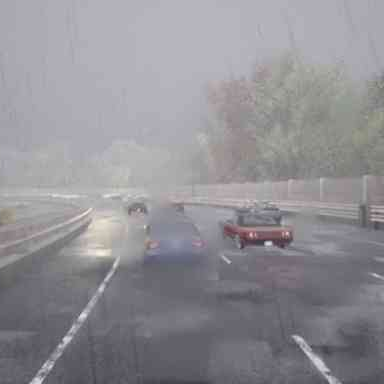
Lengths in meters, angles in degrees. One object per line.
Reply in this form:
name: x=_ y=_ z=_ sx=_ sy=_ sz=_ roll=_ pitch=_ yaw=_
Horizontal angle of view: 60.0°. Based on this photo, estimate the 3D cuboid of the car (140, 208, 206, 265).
car: x=-0.713 y=1.514 z=11.580 sx=2.033 sy=1.411 sz=5.357 roll=0 pitch=0 yaw=-7

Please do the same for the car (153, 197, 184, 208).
car: x=-2.227 y=1.383 z=33.879 sx=1.882 sy=1.535 sz=5.008 roll=0 pitch=0 yaw=-18

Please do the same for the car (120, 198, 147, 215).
car: x=-5.724 y=1.425 z=33.262 sx=1.837 sy=1.490 sz=4.892 roll=0 pitch=0 yaw=-18

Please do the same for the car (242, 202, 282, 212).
car: x=4.419 y=1.405 z=22.850 sx=2.128 sy=1.511 sz=4.902 roll=0 pitch=0 yaw=-12

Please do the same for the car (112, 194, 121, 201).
car: x=-17.547 y=1.310 z=77.352 sx=1.882 sy=1.535 sz=5.008 roll=0 pitch=0 yaw=-13

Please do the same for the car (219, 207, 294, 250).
car: x=2.459 y=1.548 z=14.103 sx=1.895 sy=1.301 sz=4.718 roll=0 pitch=0 yaw=-8
